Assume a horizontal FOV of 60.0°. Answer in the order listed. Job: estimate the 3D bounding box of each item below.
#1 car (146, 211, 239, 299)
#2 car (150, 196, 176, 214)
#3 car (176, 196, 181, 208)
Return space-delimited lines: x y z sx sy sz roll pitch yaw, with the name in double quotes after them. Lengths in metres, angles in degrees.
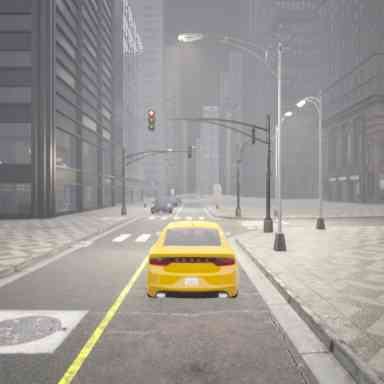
0.028 1.477 8.538 1.882 1.535 5.008 0 0 1 "car"
-3.079 1.352 34.600 2.097 1.767 4.553 0 0 -1 "car"
-3.103 1.481 49.790 1.882 1.535 5.008 0 0 0 "car"
